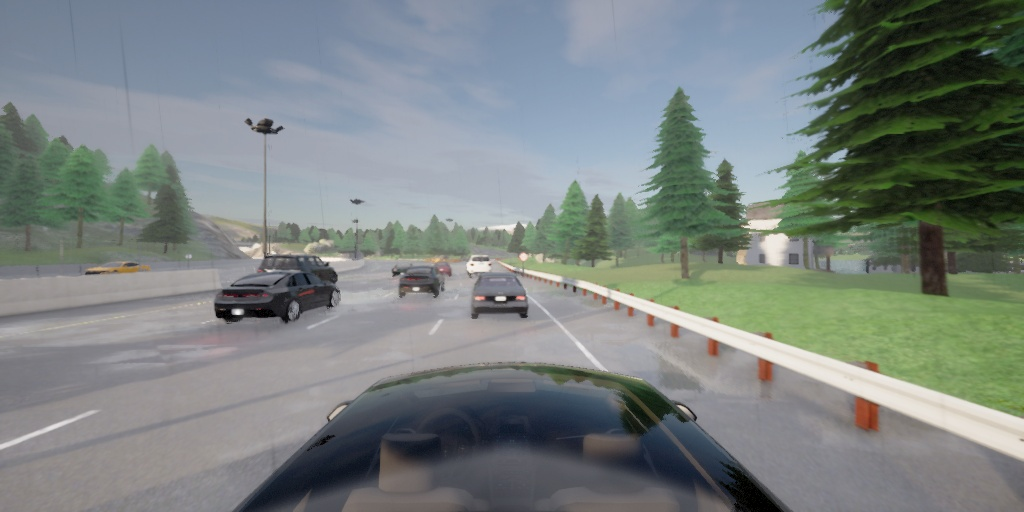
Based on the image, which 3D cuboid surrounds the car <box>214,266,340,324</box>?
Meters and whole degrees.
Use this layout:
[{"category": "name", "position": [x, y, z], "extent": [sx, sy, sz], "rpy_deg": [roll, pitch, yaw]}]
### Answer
[{"category": "car", "position": [-7.482, 1.241, 11.992], "extent": [1.837, 1.490, 4.892], "rpy_deg": [0, 0, -4]}]

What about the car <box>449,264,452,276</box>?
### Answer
[{"category": "car", "position": [-7.086, 1.264, 36.188], "extent": [1.994, 1.385, 4.181], "rpy_deg": [0, 0, -10]}]

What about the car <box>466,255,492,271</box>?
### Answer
[{"category": "car", "position": [-3.191, 0.922, 34.506], "extent": [2.150, 2.045, 5.566], "rpy_deg": [0, 0, -10]}]

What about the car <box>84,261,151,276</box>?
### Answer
[{"category": "car", "position": [-34.728, 1.235, 31.715], "extent": [1.882, 1.535, 5.008], "rpy_deg": [0, 0, -11]}]

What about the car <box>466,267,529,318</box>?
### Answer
[{"category": "car", "position": [-0.511, 1.281, 12.902], "extent": [2.033, 1.411, 5.357], "rpy_deg": [0, 0, -4]}]

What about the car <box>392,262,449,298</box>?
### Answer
[{"category": "car", "position": [-4.532, 1.230, 18.468], "extent": [1.837, 1.490, 4.892], "rpy_deg": [0, 0, -6]}]

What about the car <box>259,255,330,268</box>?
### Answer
[{"category": "car", "position": [-11.692, 0.947, 19.856], "extent": [2.150, 2.045, 5.566], "rpy_deg": [0, 0, -6]}]
